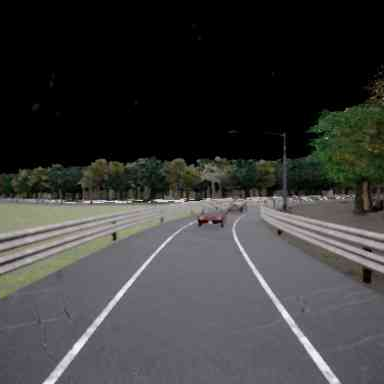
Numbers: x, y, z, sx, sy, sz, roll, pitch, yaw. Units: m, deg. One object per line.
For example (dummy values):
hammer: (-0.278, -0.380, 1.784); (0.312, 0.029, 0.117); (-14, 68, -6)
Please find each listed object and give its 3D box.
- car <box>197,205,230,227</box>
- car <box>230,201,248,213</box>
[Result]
car: (1.616, 1.835, 25.055); (1.895, 1.301, 4.718); (0, 0, 10)
car: (5.824, 1.816, 41.995); (1.812, 1.442, 4.674); (0, 0, 19)
